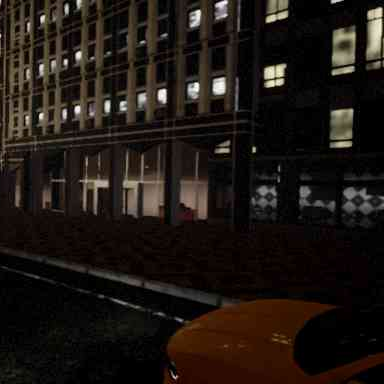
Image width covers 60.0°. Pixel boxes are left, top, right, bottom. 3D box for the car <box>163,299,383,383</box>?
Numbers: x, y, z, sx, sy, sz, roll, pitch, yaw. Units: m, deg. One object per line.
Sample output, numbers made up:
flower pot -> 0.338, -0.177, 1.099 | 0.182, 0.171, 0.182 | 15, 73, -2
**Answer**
car -> 2.029, 1.484, 2.237 | 5.008, 1.535, 1.882 | 1, 1, 35
